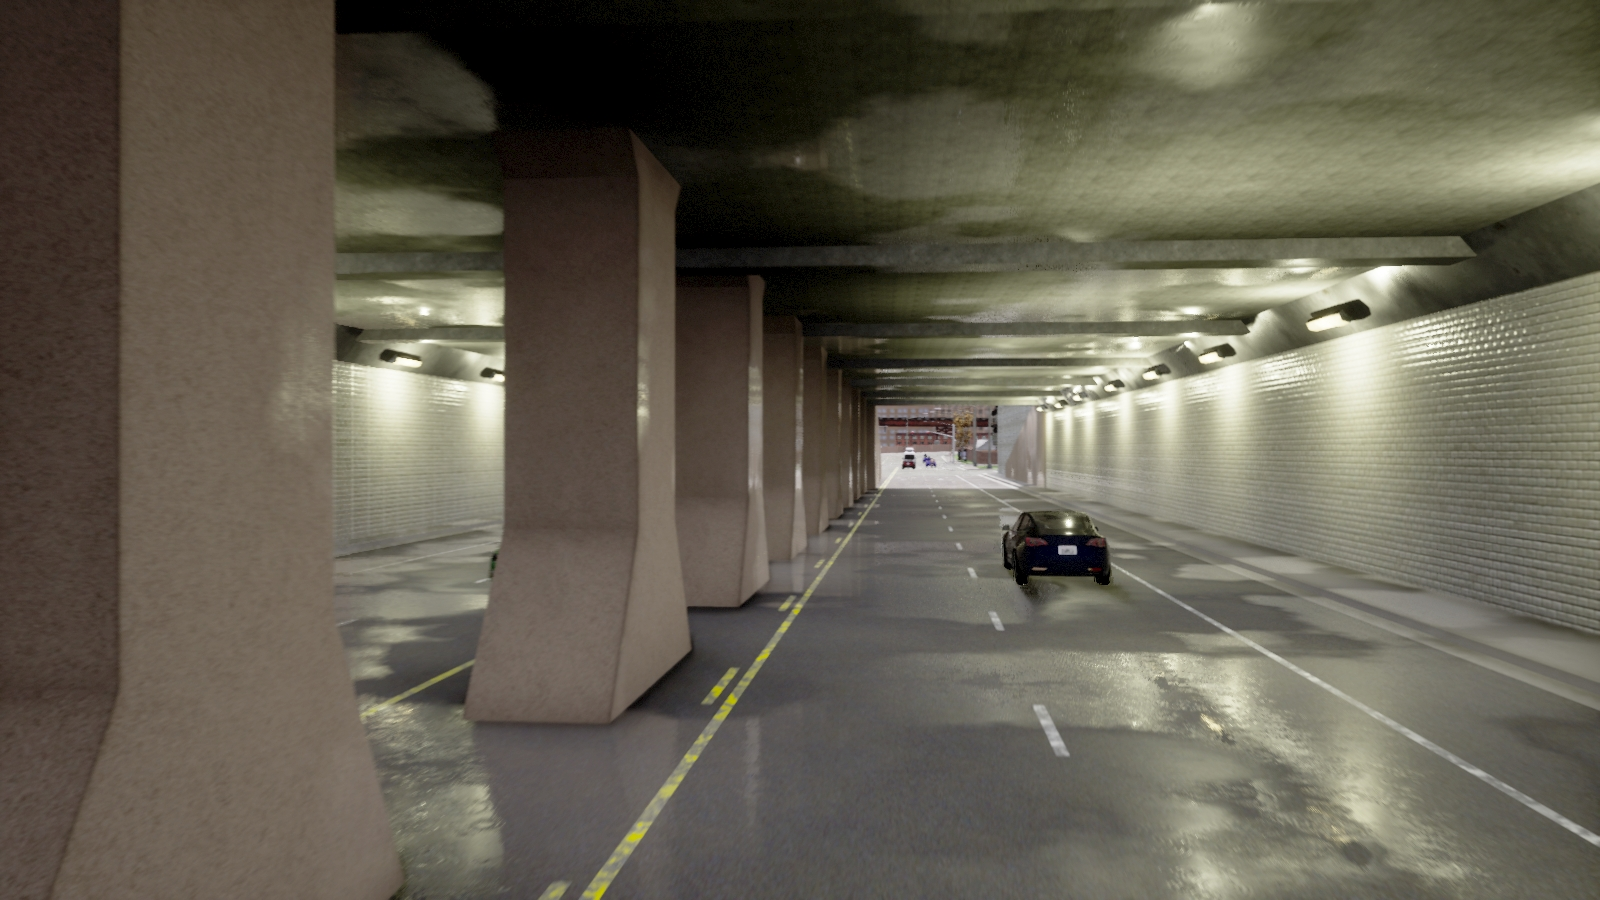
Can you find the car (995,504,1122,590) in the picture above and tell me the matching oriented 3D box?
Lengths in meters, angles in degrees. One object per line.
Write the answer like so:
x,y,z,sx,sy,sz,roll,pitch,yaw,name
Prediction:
5.587,2.065,25.348,2.163,1.488,4.792,0,0,6,car
